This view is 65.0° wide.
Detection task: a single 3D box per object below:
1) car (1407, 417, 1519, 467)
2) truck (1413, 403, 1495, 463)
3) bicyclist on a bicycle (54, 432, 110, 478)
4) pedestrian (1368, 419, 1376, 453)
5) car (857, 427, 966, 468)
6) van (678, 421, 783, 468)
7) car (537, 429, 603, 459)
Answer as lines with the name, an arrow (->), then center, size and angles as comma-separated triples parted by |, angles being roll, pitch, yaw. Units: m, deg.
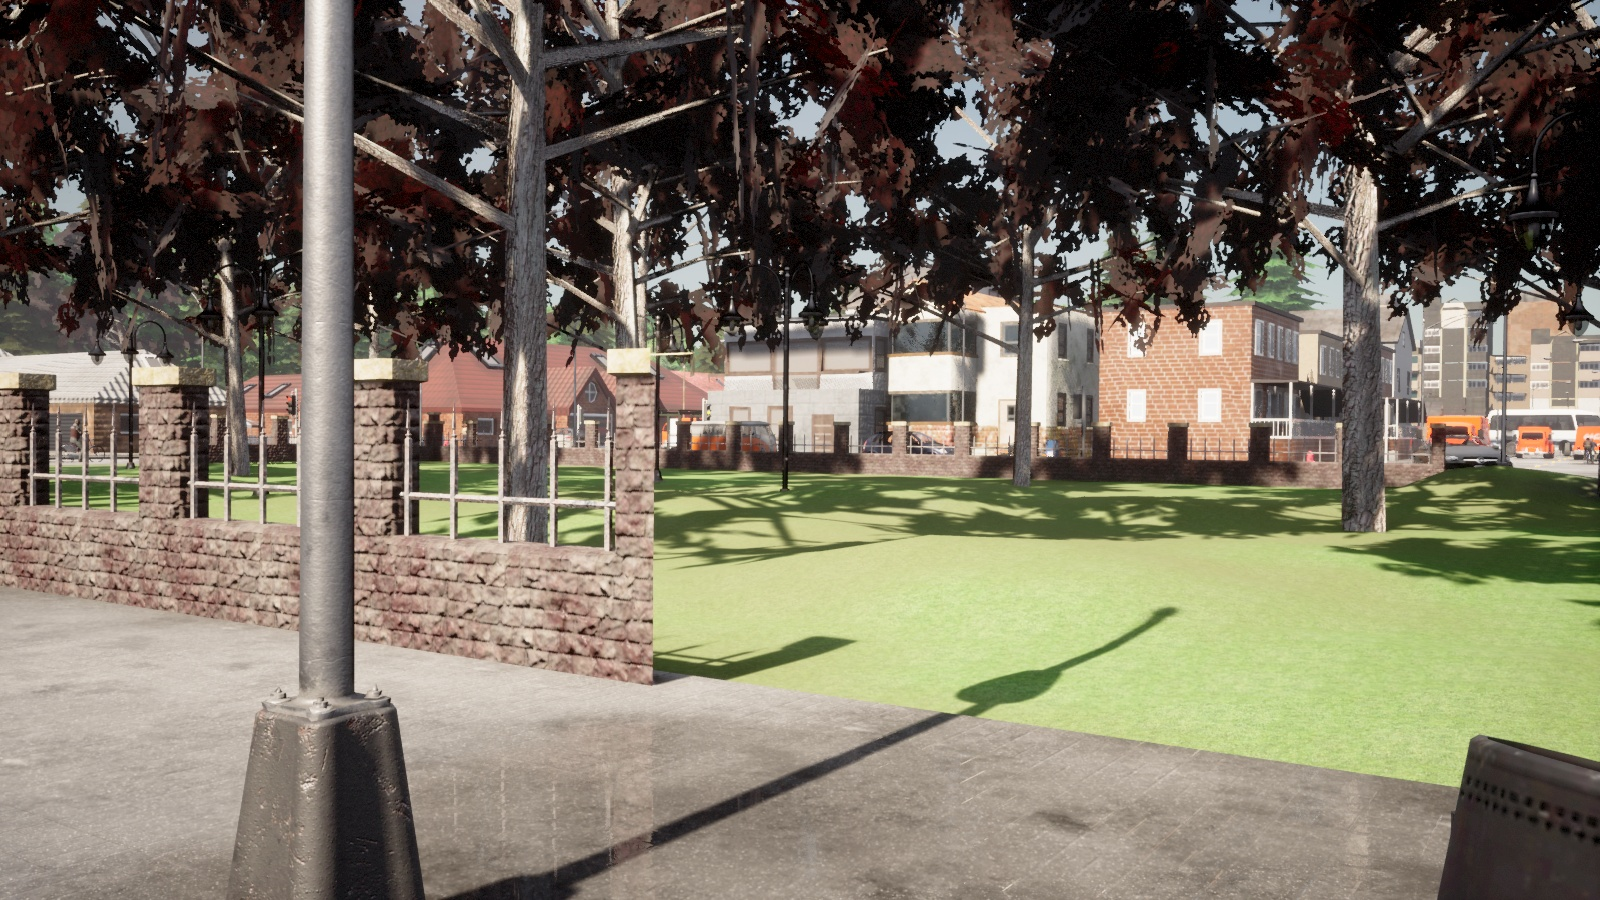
car -> 22.993, -0.296, 43.778 | 2.152, 1.651, 5.027 | -1, 1, 12
truck -> 28.326, -0.755, 54.305 | 2.627, 2.467, 5.204 | 0, 1, 34
bicyclist on a bicycle -> -28.707, 0.176, 50.233 | 0.659, 1.776, 1.843 | 0, 1, 32
pedestrian -> 30.552, -0.751, 67.053 | 0.331, 1.846, 0.636 | 0, 1, 31
car -> 4.492, -0.104, 50.719 | 3.988, 1.617, 1.851 | 0, 1, 32
van -> -3.100, -0.249, 55.745 | 4.442, 1.987, 1.775 | 0, 1, 31
car -> -13.319, -0.368, 73.138 | 2.152, 1.651, 5.027 | -1, 1, 10
